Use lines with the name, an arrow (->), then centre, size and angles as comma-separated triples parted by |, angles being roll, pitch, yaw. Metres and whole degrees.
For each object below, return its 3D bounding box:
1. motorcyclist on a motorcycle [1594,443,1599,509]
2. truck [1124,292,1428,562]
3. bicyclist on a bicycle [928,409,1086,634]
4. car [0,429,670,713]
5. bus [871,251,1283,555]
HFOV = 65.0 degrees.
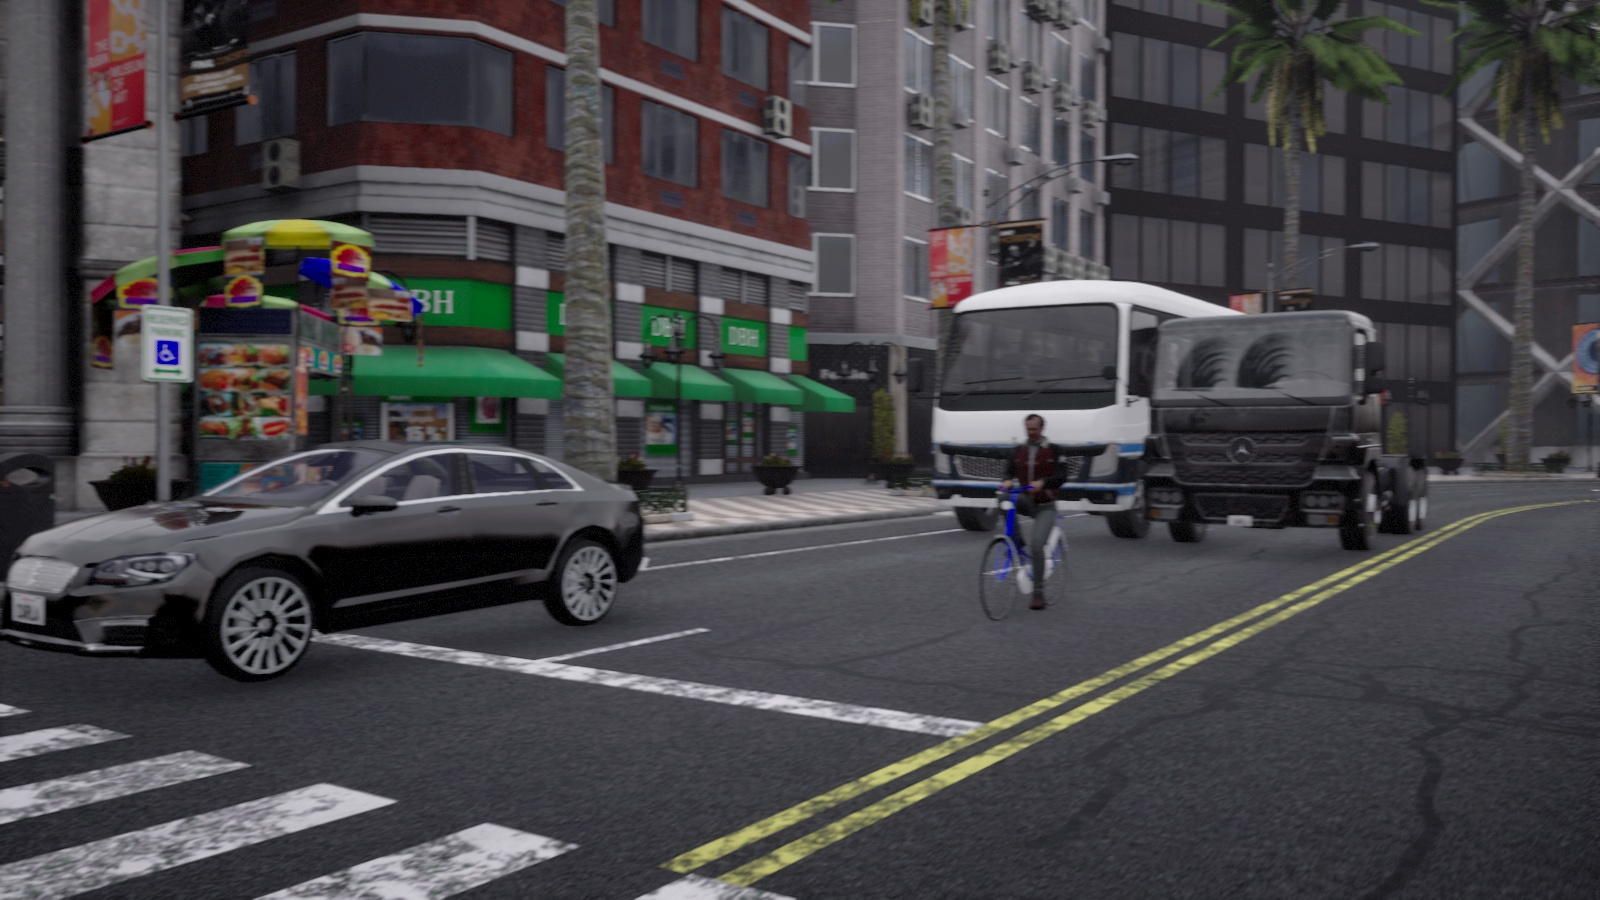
motorcyclist on a motorcycle -> 19.980, 0.624, 30.455 | 0.866, 1.590, 1.817 | 1, 1, 44
truck -> 7.955, -0.314, 20.200 | 2.891, 3.462, 7.936 | 1, 0, 33
bicyclist on a bicycle -> 1.829, 0.563, 10.859 | 0.659, 1.776, 1.843 | 1, 0, 33
car -> -3.350, 0.630, 9.306 | 2.128, 1.511, 4.902 | 1, 0, 33
bus -> 5.585, -0.737, 22.971 | 3.944, 4.253, 10.273 | 1, 1, 33
